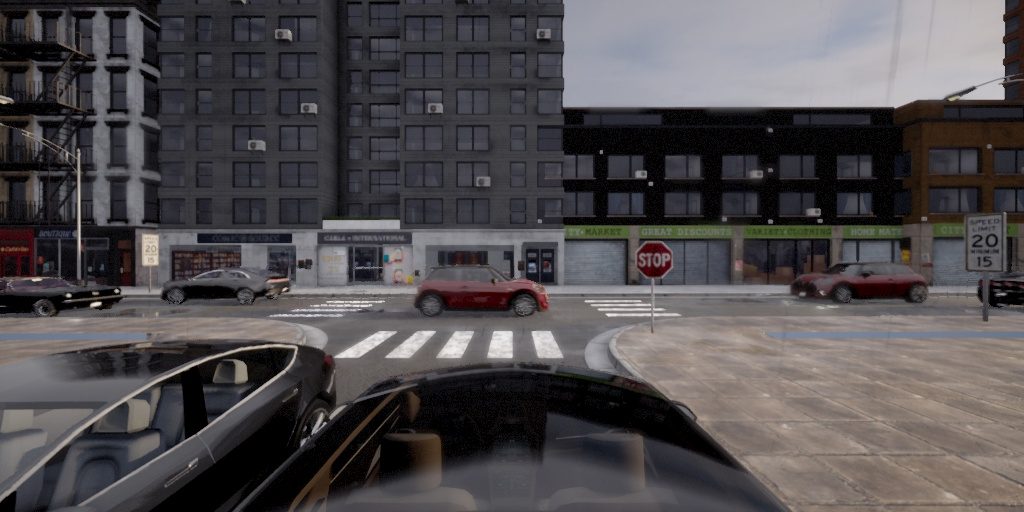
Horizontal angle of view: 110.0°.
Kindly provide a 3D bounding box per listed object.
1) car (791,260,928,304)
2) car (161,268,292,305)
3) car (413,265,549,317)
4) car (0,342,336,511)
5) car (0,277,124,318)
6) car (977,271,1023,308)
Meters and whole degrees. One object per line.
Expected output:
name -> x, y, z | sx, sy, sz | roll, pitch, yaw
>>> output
car -> 14.828, 1.063, 15.522 | 4.553, 1.767, 2.097 | 0, 0, 0
car -> -12.298, 1.265, 15.568 | 4.902, 1.511, 2.128 | 0, 0, 0
car -> -1.005, 1.103, 12.599 | 4.553, 1.767, 2.097 | 0, 0, 0
car -> -2.640, 1.316, 2.001 | 1.948, 1.339, 4.313 | 0, 0, 0
car -> -16.854, 1.394, 12.623 | 4.718, 1.301, 1.895 | 0, 0, 0
car -> 19.687, 1.188, 12.595 | 5.008, 1.535, 1.882 | 0, 0, 0
